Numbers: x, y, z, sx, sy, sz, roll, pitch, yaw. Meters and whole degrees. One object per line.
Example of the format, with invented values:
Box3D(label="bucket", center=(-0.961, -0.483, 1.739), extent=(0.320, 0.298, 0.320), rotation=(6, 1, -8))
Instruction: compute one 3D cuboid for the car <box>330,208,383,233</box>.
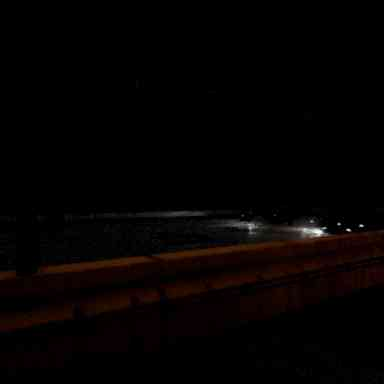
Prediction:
Box3D(label="car", center=(10.953, 1.751, 19.835), extent=(5.357, 1.411, 2.033), rotation=(1, 0, -31))

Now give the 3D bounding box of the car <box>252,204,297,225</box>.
Box3D(label="car", center=(7.422, 1.687, 25.817), extent=(5.008, 1.535, 1.882), rotation=(1, 0, -31))

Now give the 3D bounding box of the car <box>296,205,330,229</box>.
Box3D(label="car", center=(9.652, 1.775, 23.070), extent=(4.181, 1.385, 1.994), rotation=(1, 0, -31))

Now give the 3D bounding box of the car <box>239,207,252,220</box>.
Box3D(label="car", center=(6.267, 1.745, 29.206), extent=(4.674, 1.442, 1.812), rotation=(1, 0, -31))
